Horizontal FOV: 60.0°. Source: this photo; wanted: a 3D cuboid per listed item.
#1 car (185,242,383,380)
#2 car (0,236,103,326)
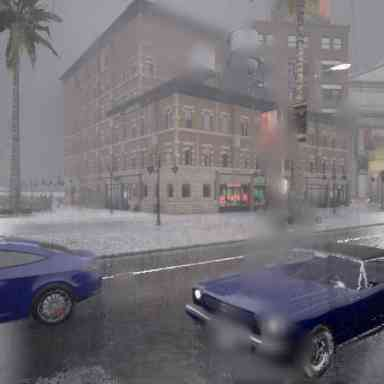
[{"bbox_3d":[2.247,1.601,5.591,4.718,1.301,1.895,0,0,-35],"label":"car"},{"bbox_3d":[-3.862,1.526,5.538,4.674,1.442,1.812,0,0,-35],"label":"car"}]
